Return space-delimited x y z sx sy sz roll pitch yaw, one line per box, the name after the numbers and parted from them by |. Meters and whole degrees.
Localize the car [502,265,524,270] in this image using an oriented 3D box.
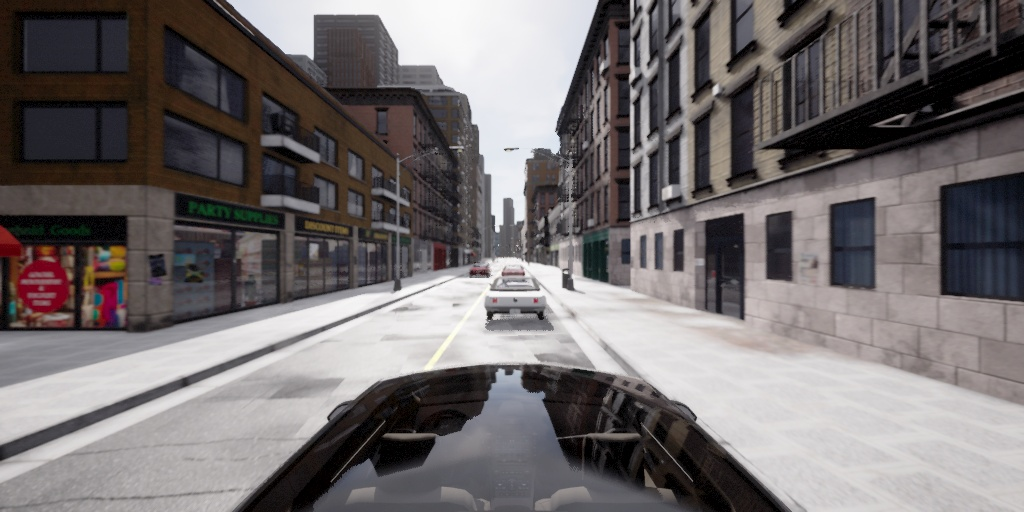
0.101 1.367 29.744 1.895 1.301 4.718 0 0 0 | car

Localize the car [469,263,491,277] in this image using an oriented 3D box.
-3.087 1.369 35.138 1.895 1.301 4.718 0 0 0 | car

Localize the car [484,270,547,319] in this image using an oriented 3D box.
0.100 1.358 12.853 1.895 1.301 4.718 0 0 0 | car
